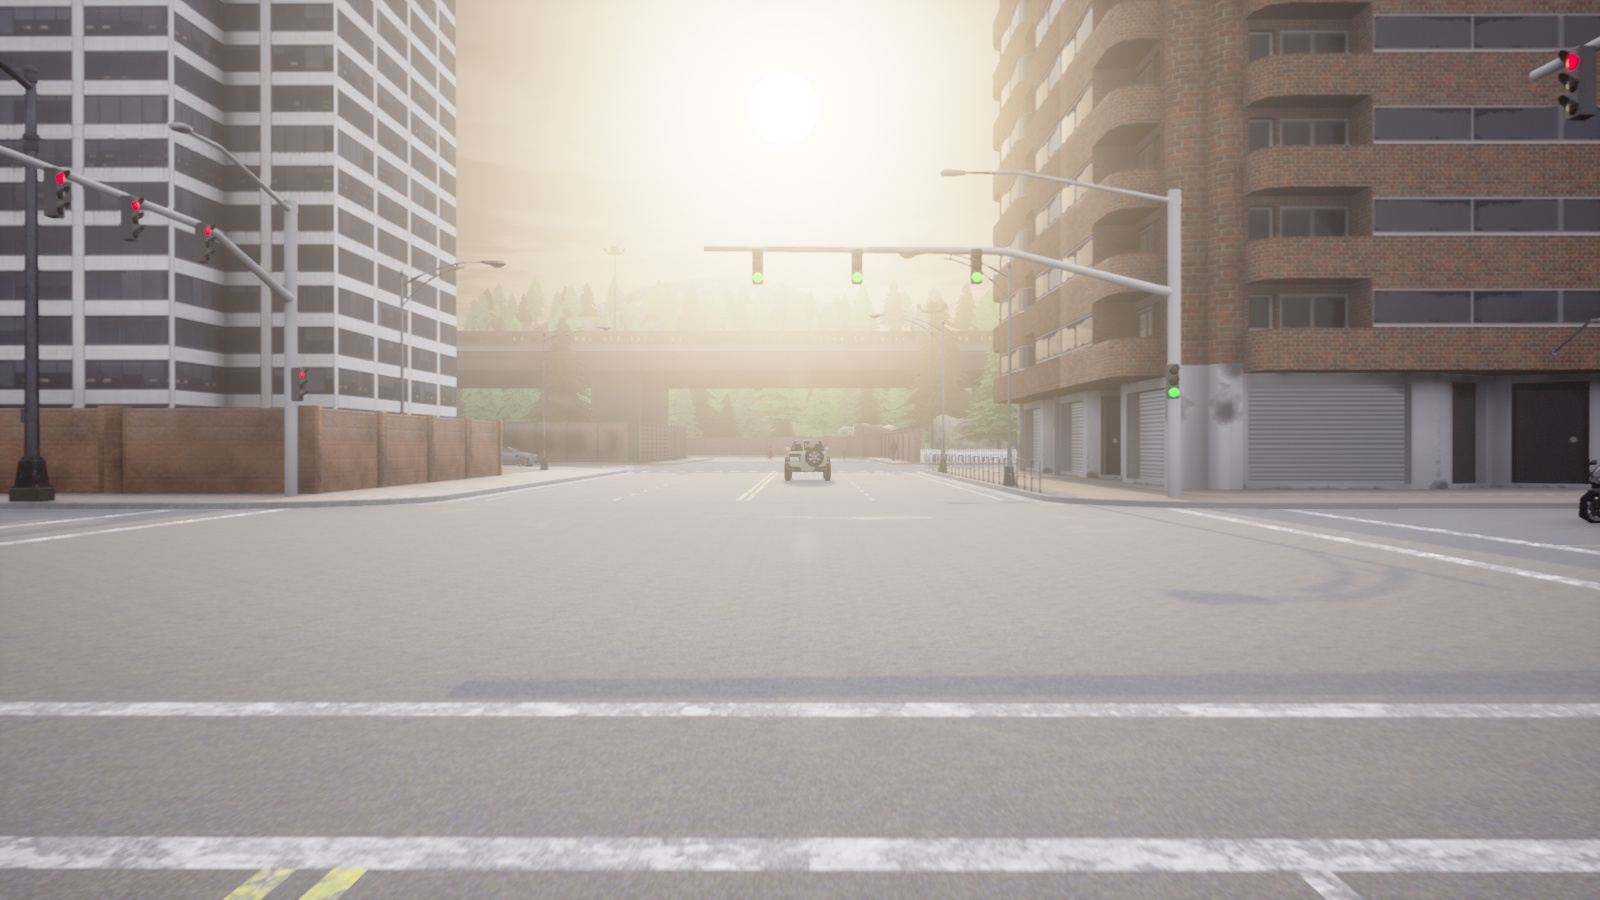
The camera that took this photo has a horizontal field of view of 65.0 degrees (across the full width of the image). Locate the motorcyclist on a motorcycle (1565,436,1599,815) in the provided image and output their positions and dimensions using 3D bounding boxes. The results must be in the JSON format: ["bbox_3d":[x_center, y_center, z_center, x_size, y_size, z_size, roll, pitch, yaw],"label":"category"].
[{"bbox_3d":[3.592,0.715,4.259,0.797,1.523,2.044,1,0,3],"label":"motorcyclist on a motorcycle"}]

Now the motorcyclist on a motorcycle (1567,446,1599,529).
[{"bbox_3d":[15.848,0.699,23.696,2.191,1.530,0.866,0,0,1],"label":"motorcyclist on a motorcycle"}]

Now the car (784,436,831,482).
[{"bbox_3d":[0.321,0.349,53.416,1.932,1.855,4.605,0,0,0],"label":"car"}]

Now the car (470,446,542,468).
[{"bbox_3d":[-18.815,0.416,80.475,4.181,1.385,1.994,0,0,0],"label":"car"}]
